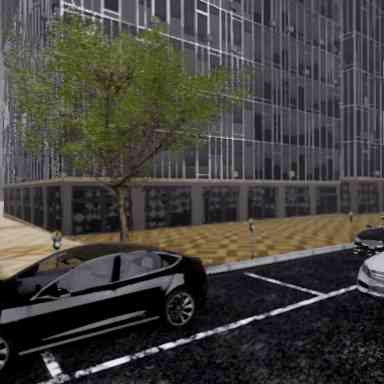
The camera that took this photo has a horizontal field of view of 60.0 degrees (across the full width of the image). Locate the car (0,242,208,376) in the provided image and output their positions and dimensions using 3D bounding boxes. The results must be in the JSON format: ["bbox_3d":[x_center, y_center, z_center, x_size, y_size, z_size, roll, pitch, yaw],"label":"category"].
[{"bbox_3d":[-1.700,1.565,5.357,4.313,1.339,1.947,0,0,-35],"label":"car"}]

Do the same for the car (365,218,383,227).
[{"bbox_3d":[7.556,1.537,11.956,4.403,1.369,2.008,0,0,-35],"label":"car"}]

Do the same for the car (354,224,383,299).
[{"bbox_3d":[5.547,1.516,7.305,4.674,1.442,1.812,0,0,-35],"label":"car"}]
